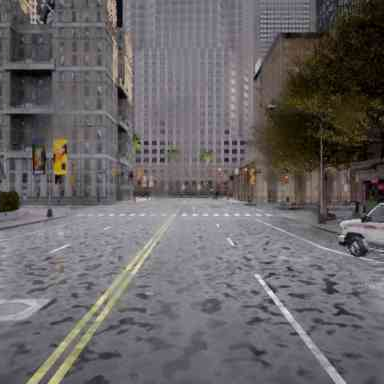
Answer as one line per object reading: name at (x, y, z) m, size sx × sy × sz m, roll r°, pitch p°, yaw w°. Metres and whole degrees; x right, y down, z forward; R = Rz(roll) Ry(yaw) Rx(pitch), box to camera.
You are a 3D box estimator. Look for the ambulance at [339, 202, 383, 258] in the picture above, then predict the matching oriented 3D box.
ambulance at (7.537, 1.029, 9.741) m, size 2.351 × 2.431 × 6.366 m, roll -3°, pitch 2°, yaw -29°
